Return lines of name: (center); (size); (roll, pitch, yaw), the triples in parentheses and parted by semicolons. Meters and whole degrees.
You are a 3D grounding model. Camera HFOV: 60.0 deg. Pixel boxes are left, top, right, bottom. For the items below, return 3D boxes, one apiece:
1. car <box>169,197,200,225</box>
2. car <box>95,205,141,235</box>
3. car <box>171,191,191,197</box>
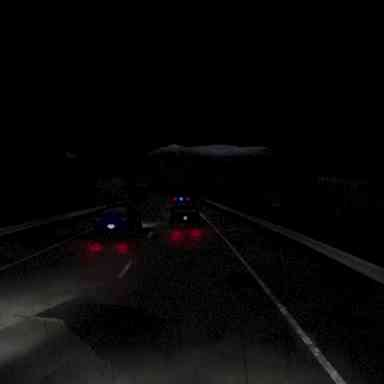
car: (-0.487, 1.316, 22.148); (2.128, 1.511, 4.902); (0, 0, -2)
car: (-3.801, 1.387, 17.568); (1.812, 1.442, 4.674); (0, 0, -2)
car: (-1.306, 0.902, 40.383); (2.150, 2.045, 5.566); (0, 1, -3)
